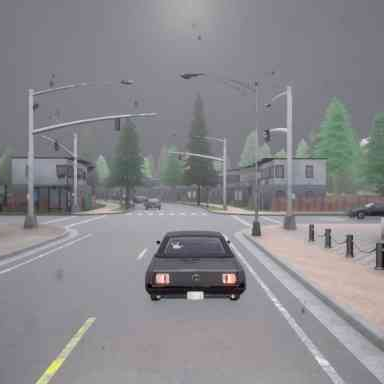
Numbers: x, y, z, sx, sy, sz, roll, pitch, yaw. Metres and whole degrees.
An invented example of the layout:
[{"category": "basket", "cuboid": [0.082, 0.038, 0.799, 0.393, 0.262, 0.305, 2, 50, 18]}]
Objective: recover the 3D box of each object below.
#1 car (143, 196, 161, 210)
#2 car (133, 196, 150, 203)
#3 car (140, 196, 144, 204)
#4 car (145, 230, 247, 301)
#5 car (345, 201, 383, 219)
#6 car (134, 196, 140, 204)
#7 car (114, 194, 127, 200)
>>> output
[{"category": "car", "cuboid": [-4.929, 1.491, 42.409, 1.812, 1.442, 4.674, 0, 0, -6]}, {"category": "car", "cuboid": [-10.935, 1.505, 71.886, 1.994, 1.385, 4.181, 0, 0, -36]}, {"category": "car", "cuboid": [-6.448, 1.513, 51.979, 2.033, 1.411, 5.357, 0, 0, -14]}, {"category": "car", "cuboid": [0.036, 1.601, 8.285, 1.895, 1.301, 4.718, 0, 0, -1]}, {"category": "car", "cuboid": [15.416, 1.510, 28.006, 4.674, 1.442, 1.812, 0, 0, 1]}, {"category": "car", "cuboid": [-9.661, 1.470, 61.431, 1.837, 1.490, 4.892, 0, 0, -23]}, {"category": "car", "cuboid": [-16.935, 1.322, 79.949, 4.674, 1.442, 1.812, 0, 0, 45]}]
